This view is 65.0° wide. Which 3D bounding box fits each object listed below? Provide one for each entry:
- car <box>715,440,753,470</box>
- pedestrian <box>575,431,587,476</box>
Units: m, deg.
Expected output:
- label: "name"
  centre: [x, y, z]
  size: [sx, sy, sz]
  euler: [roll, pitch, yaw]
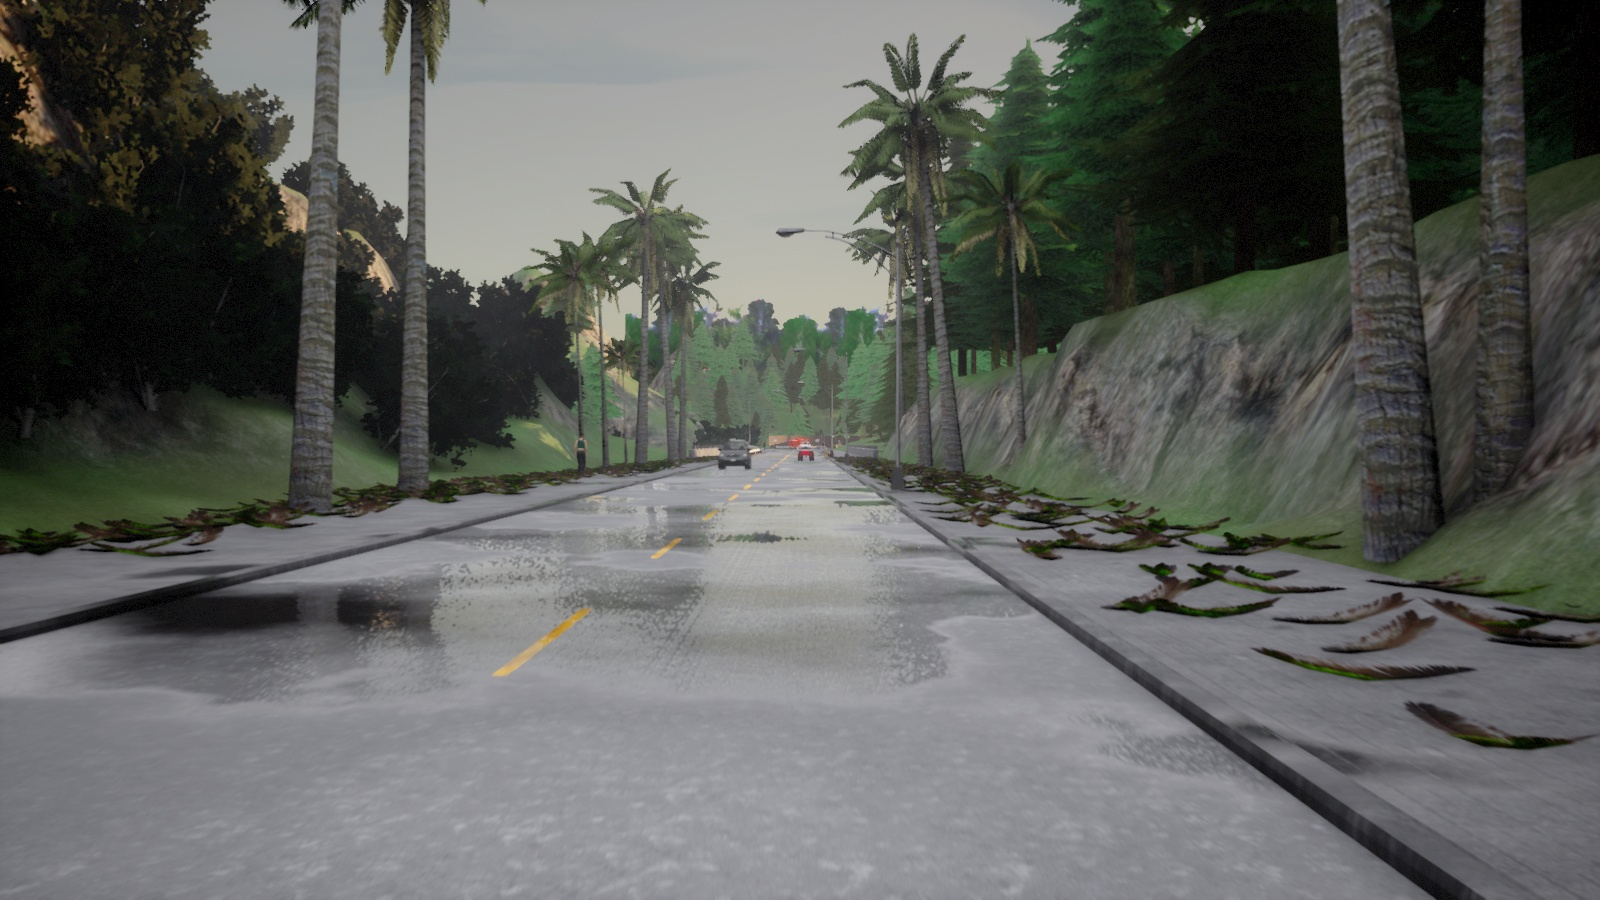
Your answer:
- label: "car"
  centre: [-3.636, 0.248, 69.899]
  size: [1.851, 1.617, 3.988]
  euler: [0, 0, 0]
- label: "pedestrian"
  centre: [-8.938, 0.151, 51.200]
  size: [0.345, 1.836, 0.594]
  euler: [0, 0, 2]
